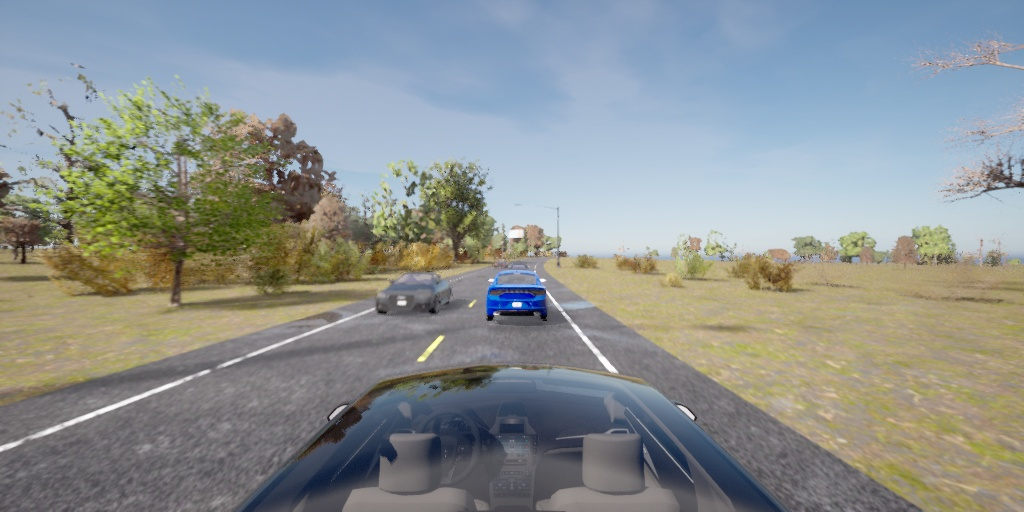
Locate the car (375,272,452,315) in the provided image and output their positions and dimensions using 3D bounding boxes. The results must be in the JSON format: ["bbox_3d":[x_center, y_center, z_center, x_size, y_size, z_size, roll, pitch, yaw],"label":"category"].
[{"bbox_3d":[-3.509,1.309,13.481,1.994,1.385,4.181,0,0,1],"label":"car"}]

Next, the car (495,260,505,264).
[{"bbox_3d":[-1.687,1.337,56.345,1.994,1.385,4.181,0,0,4],"label":"car"}]

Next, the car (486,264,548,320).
[{"bbox_3d":[0.176,1.229,12.677,1.882,1.535,5.008,0,0,1],"label":"car"}]

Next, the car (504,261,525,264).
[{"bbox_3d":[0.623,1.318,30.893,1.994,1.385,4.181,0,0,2],"label":"car"}]
